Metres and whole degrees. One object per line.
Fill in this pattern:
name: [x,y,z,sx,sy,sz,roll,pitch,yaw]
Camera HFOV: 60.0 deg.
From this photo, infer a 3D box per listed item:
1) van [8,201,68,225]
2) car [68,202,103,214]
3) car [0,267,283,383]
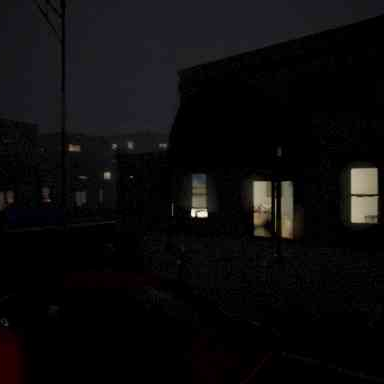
van: [-12.354,1.651,26.410,1.690,1.788,3.998,0,0,35]
car: [-12.944,1.886,40.139,1.752,1.417,4.829,0,0,35]
car: [-1.283,1.574,3.786,4.507,1.381,1.887,-1,0,36]
